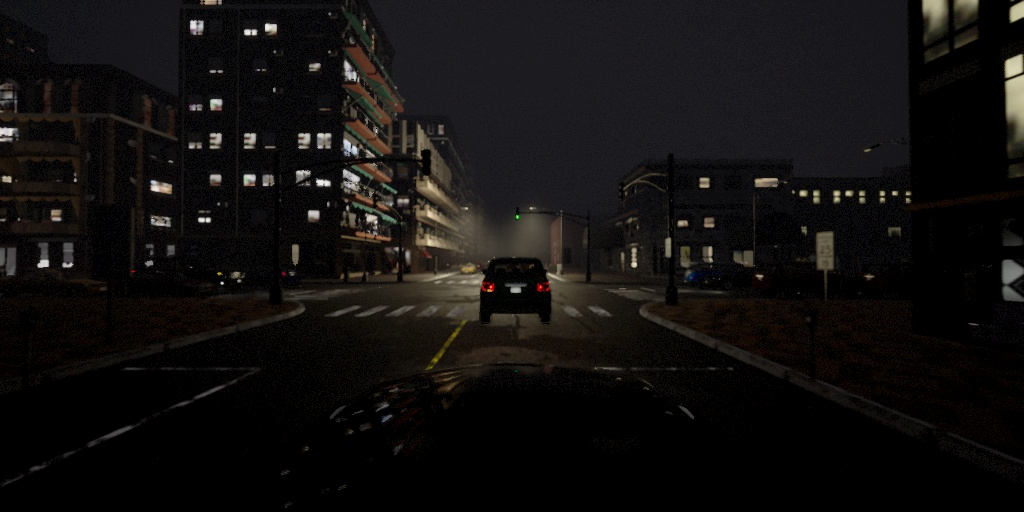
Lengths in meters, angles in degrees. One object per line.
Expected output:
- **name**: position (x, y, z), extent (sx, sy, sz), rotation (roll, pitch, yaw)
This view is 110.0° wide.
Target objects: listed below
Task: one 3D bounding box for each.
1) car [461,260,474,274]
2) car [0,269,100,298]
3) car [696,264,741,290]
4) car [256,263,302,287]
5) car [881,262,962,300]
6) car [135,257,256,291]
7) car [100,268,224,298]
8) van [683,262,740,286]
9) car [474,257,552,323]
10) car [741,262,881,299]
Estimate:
- **car**: position (-5.701, 1.656, 47.390), extent (1.751, 1.417, 4.829), rotation (0, 0, 0)
- **car**: position (-22.964, 1.336, 18.027), extent (4.829, 1.417, 1.751), rotation (0, 0, 0)
- **car**: position (15.459, 1.463, 23.925), extent (5.008, 1.535, 1.882), rotation (0, -1, 0)
- **car**: position (-16.685, 1.246, 23.827), extent (4.553, 1.767, 2.097), rotation (0, -1, 1)
- **car**: position (20.439, 1.244, 18.140), extent (5.009, 1.841, 2.192), rotation (0, 0, 0)
- **car**: position (-18.455, 1.074, 20.638), extent (5.566, 2.045, 2.150), rotation (0, -1, 0)
- **car**: position (-17.471, 1.404, 18.042), extent (4.207, 1.307, 1.802), rotation (0, 0, 0)
- **van**: position (14.891, 1.356, 26.505), extent (3.998, 1.789, 1.690), rotation (0, 0, 0)
- **car**: position (0.104, 1.052, 12.649), extent (2.150, 2.045, 5.566), rotation (0, 0, 0)
- **car**: position (14.915, 1.226, 18.126), extent (5.009, 1.841, 2.192), rotation (0, 0, 0)
